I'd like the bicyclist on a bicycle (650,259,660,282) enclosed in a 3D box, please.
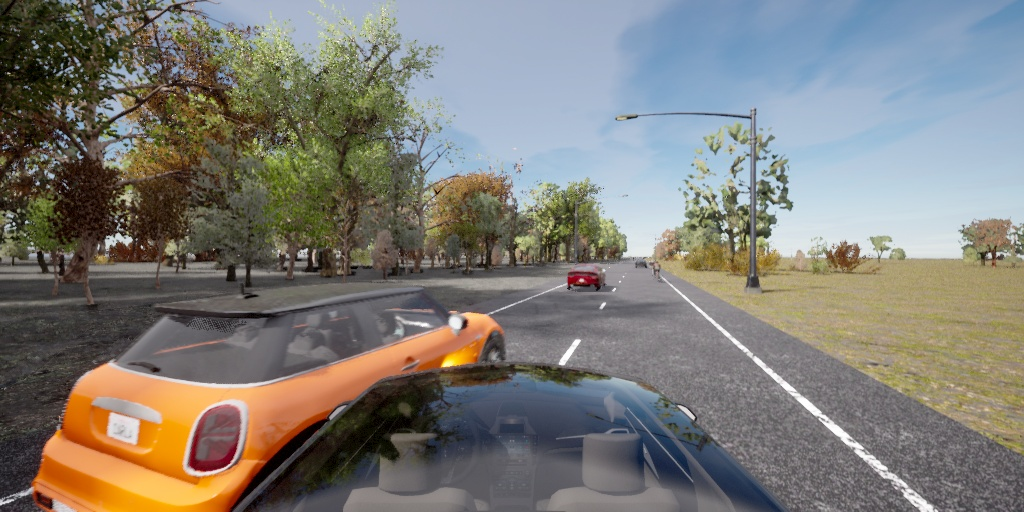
[{"bbox_3d":[11.250,1.232,27.852,0.582,1.620,1.656,0,0,19],"label":"bicyclist on a bicycle"}]

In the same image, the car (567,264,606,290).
[{"bbox_3d":[4.763,1.240,22.565,1.882,1.535,5.008,0,0,19],"label":"car"}]

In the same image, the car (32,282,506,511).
[{"bbox_3d":[-1.707,1.098,4.244,2.097,1.767,4.553,0,0,20],"label":"car"}]
